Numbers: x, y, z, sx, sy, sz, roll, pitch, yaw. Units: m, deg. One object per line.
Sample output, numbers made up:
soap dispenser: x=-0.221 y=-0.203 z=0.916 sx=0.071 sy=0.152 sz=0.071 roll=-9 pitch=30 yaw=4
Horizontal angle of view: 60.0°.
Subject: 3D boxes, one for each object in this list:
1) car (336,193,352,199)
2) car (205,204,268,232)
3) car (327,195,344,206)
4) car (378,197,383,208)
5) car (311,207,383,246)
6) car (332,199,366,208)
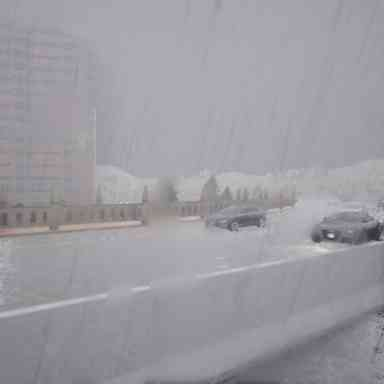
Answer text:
car: x=30.106 y=1.222 z=66.165 sx=2.150 sy=2.045 sz=5.566 roll=0 pitch=0 yaw=11
car: x=2.848 y=1.565 z=20.670 sx=1.837 sy=1.490 sz=4.892 roll=0 pitch=0 yaw=44
car: x=24.297 y=1.653 z=56.889 sx=1.812 sy=1.442 sz=4.674 roll=0 pitch=0 yaw=17
car: x=29.106 y=1.440 z=49.359 sx=2.097 sy=1.767 sz=4.553 roll=0 pitch=0 yaw=21
car: x=7.086 y=1.596 z=15.040 sx=1.994 sy=1.385 sz=4.181 roll=0 pitch=0 yaw=45
car: x=13.337 y=1.583 z=27.544 sx=1.812 sy=1.442 sz=4.674 roll=0 pitch=0 yaw=36
